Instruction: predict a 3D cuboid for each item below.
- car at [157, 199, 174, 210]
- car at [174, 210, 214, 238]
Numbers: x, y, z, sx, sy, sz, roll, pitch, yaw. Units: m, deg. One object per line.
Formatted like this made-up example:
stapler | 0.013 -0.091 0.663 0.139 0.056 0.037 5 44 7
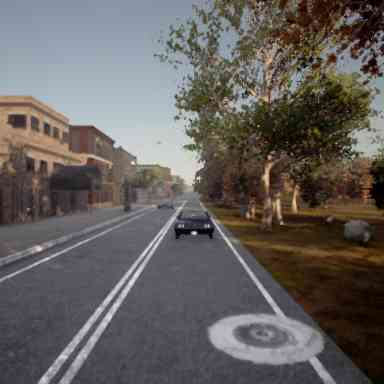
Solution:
car | -3.325 1.560 42.725 1.994 1.385 4.181 0 0 0
car | 0.103 1.605 17.598 1.895 1.301 4.718 0 0 0
